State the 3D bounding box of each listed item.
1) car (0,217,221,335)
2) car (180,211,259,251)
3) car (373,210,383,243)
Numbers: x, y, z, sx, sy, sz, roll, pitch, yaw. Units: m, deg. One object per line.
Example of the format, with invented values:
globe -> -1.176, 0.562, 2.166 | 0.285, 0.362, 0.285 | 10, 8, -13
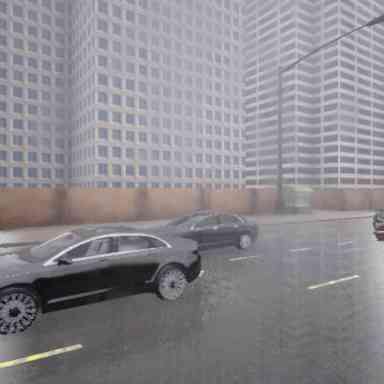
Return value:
car -> -2.058, 1.492, 6.781 | 4.902, 1.511, 2.128 | 0, 0, -34
car -> 0.380, 1.504, 12.624 | 4.892, 1.490, 1.837 | 0, 0, -34
car -> 10.181, 1.601, 14.947 | 4.718, 1.301, 1.895 | 0, 0, -34
